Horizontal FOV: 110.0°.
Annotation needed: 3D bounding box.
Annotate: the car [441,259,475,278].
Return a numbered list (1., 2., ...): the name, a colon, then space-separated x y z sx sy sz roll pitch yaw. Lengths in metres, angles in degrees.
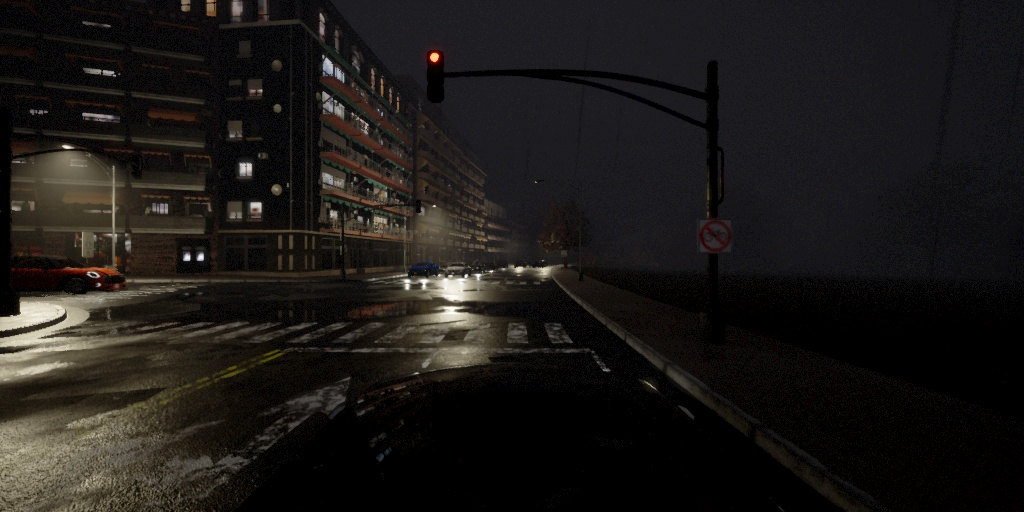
1. car: -5.230 1.336 35.142 1.812 1.442 4.674 0 0 5

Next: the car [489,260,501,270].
1. car: -3.318 1.449 53.916 1.994 1.385 4.181 0 0 8

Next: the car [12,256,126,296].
1. car: -20.450 0.790 15.920 4.553 1.767 2.097 1 0 -19

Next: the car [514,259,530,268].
1. car: 1.528 1.489 64.987 2.033 1.411 5.357 0 0 9

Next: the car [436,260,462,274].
1. car: -7.667 1.323 44.350 1.882 1.535 5.008 0 0 6

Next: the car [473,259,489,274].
1. car: -4.437 1.350 43.995 1.837 1.490 4.892 0 0 6

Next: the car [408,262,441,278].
1. car: -8.515 1.287 34.818 1.882 1.535 5.008 0 0 4

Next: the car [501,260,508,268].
1. car: -1.892 1.413 64.285 1.882 1.535 5.008 0 0 9
